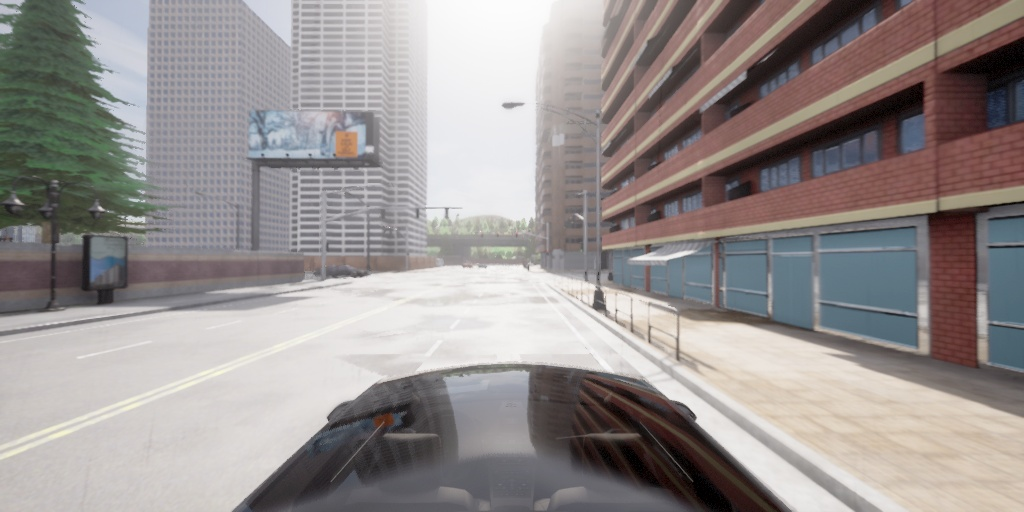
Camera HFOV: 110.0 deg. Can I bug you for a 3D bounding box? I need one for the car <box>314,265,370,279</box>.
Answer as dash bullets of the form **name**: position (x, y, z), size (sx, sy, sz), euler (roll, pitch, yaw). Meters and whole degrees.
- **car**: position (-18.317, 1.652, 38.718), size (5.357, 1.411, 2.033), euler (0, -1, 0)
